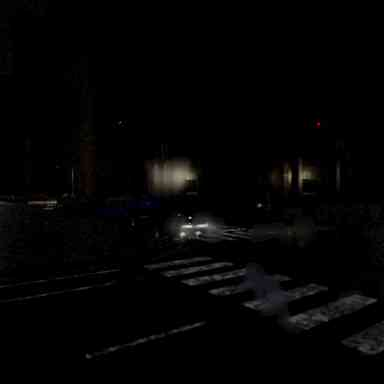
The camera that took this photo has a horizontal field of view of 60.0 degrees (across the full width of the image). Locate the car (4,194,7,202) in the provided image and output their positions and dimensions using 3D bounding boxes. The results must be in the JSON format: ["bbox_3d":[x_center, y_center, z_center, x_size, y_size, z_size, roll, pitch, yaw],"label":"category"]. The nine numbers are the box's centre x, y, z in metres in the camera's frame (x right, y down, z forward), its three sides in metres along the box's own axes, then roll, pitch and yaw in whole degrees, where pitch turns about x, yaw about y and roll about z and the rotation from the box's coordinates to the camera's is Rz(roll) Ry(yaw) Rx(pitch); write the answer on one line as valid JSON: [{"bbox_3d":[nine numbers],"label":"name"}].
[{"bbox_3d":[-38.211,1.482,70.804,1.752,1.417,4.829,0,0,-36],"label":"car"}]

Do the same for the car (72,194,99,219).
[{"bbox_3d":[-8.572,1.278,29.391,2.192,1.841,5.009,0,0,-36],"label":"car"}]

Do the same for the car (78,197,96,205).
[{"bbox_3d":[-18.162,1.558,57.438,1.802,1.307,4.206,0,0,-36],"label":"car"}]

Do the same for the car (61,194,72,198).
[{"bbox_3d":[-14.991,1.440,42.966,1.882,1.535,5.008,0,0,-36],"label":"car"}]

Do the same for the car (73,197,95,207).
[{"bbox_3d":[-16.312,1.495,50.192,1.812,1.442,4.674,0,0,-35],"label":"car"}]

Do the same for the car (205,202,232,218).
[{"bbox_3d":[1.663,1.538,29.736,2.008,1.369,4.403,0,0,-36],"label":"car"}]

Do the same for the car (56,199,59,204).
[{"bbox_3d":[-22.317,1.517,58.497,2.033,1.411,5.357,0,0,-36],"label":"car"}]

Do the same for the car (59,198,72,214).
[{"bbox_3d":[-11.877,1.541,34.007,1.802,1.307,4.206,0,0,-36],"label":"car"}]

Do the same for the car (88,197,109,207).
[{"bbox_3d":[-14.858,1.558,52.820,1.802,1.307,4.206,0,0,-36],"label":"car"}]

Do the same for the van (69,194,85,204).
[{"bbox_3d":[-21.466,1.317,62.055,1.690,1.788,3.998,0,0,-36],"label":"van"}]

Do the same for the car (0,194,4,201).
[{"bbox_3d":[-41.614,1.523,75.559,1.947,1.339,4.313,0,0,-36],"label":"car"}]

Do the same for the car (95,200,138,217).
[{"bbox_3d":[-7.452,1.516,32.391,2.033,1.411,5.357,0,0,-37],"label":"car"}]

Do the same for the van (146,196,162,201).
[{"bbox_3d":[-4.945,1.321,38.971,1.690,1.788,3.998,0,0,-36],"label":"van"}]

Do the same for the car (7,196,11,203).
[{"bbox_3d":[-35.005,1.397,66.325,1.967,1.590,4.097,0,0,-36],"label":"car"}]

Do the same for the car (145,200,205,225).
[{"bbox_3d":[-1.277,1.539,23.773,1.994,1.385,4.181,0,0,-35],"label":"car"}]

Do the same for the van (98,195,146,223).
[{"bbox_3d":[-5.268,1.308,24.774,1.690,1.788,3.998,0,0,-36],"label":"van"}]

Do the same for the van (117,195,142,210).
[{"bbox_3d":[-8.249,1.318,43.587,1.690,1.788,3.998,0,0,-36],"label":"van"}]

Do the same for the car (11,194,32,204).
[{"bbox_3d":[-31.702,1.507,61.708,2.008,1.369,4.403,0,0,-36],"label":"car"}]

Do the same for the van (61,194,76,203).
[{"bbox_3d":[-24.770,1.318,66.672,1.690,1.788,3.998,0,0,-36],"label":"van"}]

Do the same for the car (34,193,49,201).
[{"bbox_3d":[-37.987,1.292,85.140,2.192,1.841,5.009,0,0,-36],"label":"car"}]

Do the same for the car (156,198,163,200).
[{"bbox_3d":[-1.641,1.565,34.353,1.802,1.307,4.206,0,0,-36],"label":"car"}]
